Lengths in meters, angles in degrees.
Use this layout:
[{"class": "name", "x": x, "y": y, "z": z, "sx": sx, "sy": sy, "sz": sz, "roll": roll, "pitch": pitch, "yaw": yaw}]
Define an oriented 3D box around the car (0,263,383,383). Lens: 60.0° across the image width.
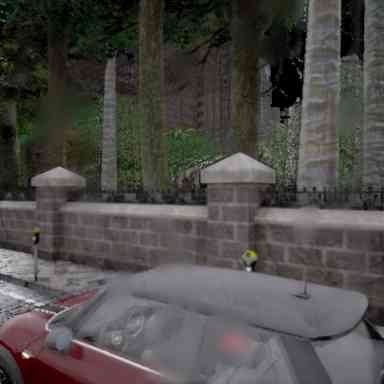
[{"class": "car", "x": -0.249, "y": 1.442, "z": 3.142, "sx": 4.097, "sy": 1.590, "sz": 1.967, "roll": 0, "pitch": 0, "yaw": 36}]
